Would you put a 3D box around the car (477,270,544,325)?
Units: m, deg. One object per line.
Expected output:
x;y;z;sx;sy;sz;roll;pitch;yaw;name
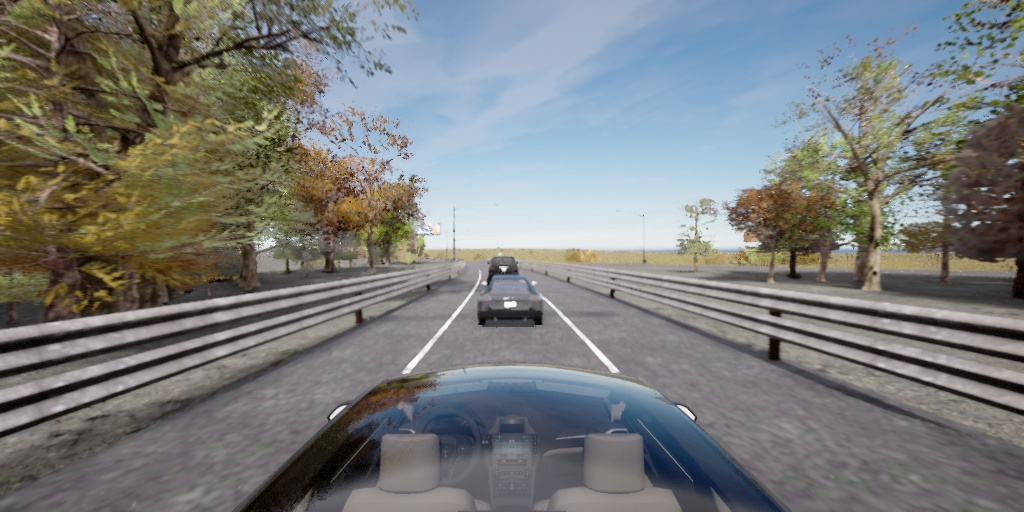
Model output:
-0.086;1.316;11.947;1.994;1.385;4.181;0;0;-1;car

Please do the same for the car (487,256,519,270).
-0.676;0.989;26.694;2.150;2.045;5.566;0;0;-3;car
